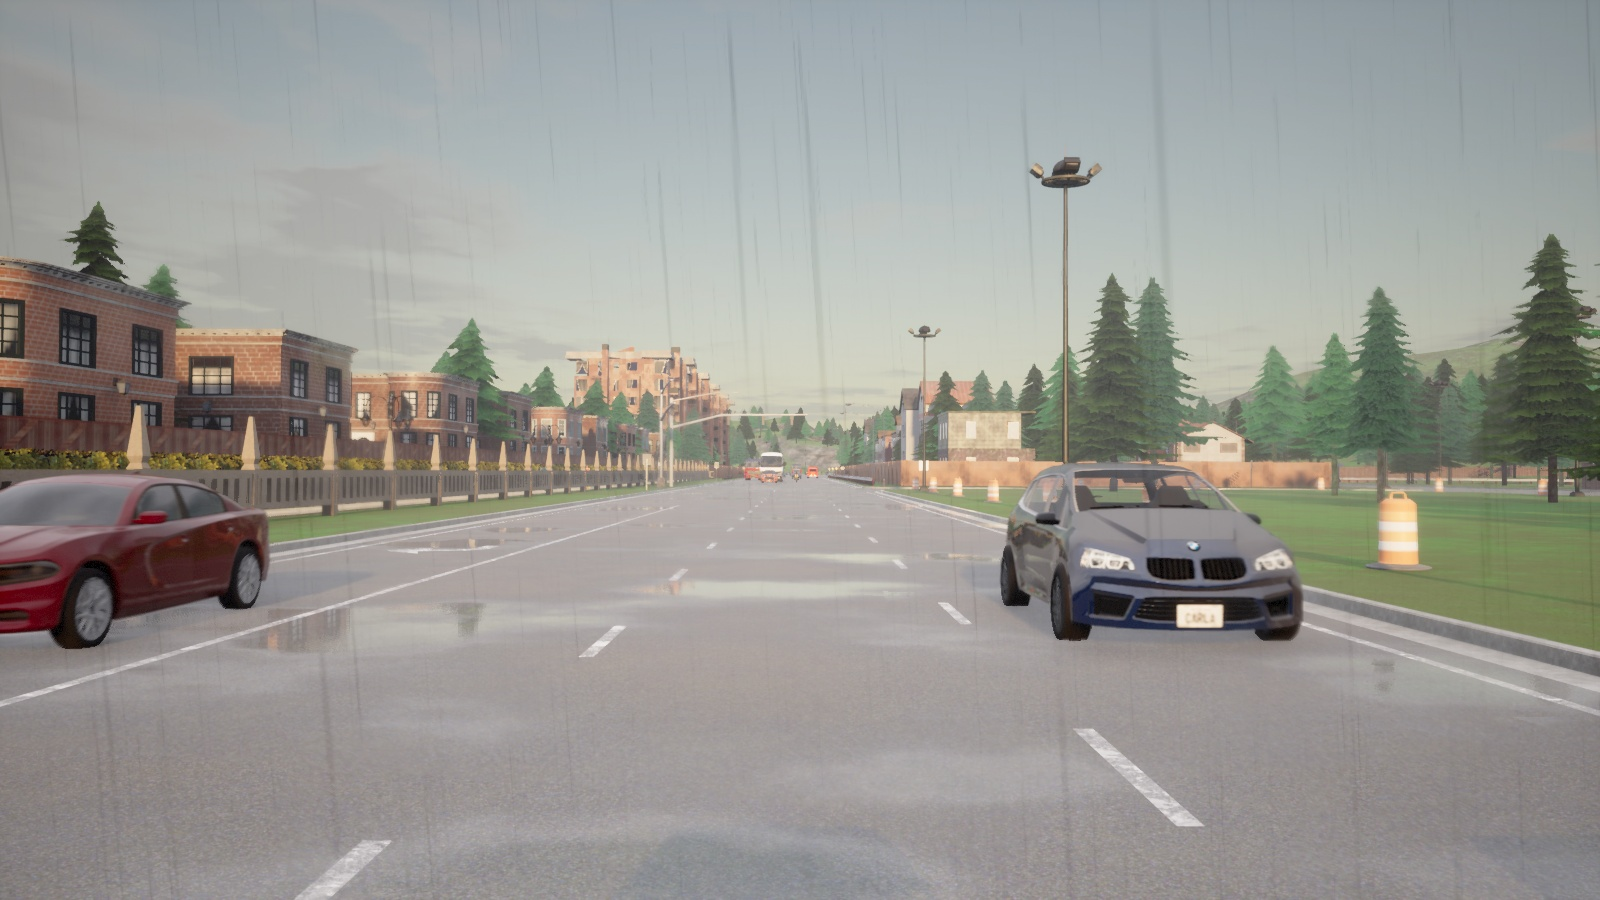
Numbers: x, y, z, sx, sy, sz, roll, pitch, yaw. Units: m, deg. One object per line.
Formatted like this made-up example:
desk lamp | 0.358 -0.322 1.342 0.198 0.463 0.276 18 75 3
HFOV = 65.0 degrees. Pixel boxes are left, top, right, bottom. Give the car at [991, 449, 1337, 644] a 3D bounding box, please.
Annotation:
car | 3.465 0.864 13.062 2.242 1.667 4.611 0 -1 0

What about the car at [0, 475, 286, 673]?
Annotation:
car | -7.032 1.028 12.385 1.882 1.535 5.008 0 -1 0
